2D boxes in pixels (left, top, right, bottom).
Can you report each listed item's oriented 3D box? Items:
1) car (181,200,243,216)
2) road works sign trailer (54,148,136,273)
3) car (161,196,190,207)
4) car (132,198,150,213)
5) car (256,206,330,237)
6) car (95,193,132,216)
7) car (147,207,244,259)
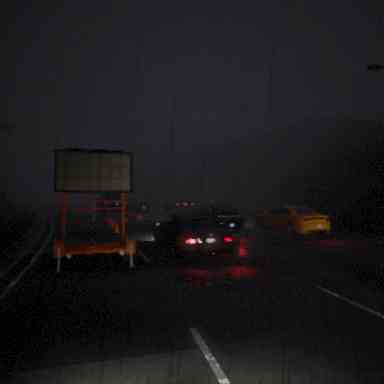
[{"bbox_3d":[1.252,1.459,19.335,2.128,1.511,4.902,0,0,-19],"label":"car"},{"bbox_3d":[-3.161,0.418,10.776,2.380,3.560,2.880,0,0,-19],"label":"road works sign trailer"},{"bbox_3d":[-1.584,1.265,34.850,2.097,1.767,4.553,0,0,-26],"label":"car"},{"bbox_3d":[-5.884,1.407,35.610,1.812,1.442,4.674,0,0,-27],"label":"car"},{"bbox_3d":[5.318,1.477,18.252,1.882,1.535,5.008,0,0,-19],"label":"car"},{"bbox_3d":[-7.703,1.099,31.571,2.150,2.045,5.566,0,0,-25],"label":"car"},{"bbox_3d":[-0.163,1.519,12.593,2.033,1.411,5.357,0,0,-17],"label":"car"}]
